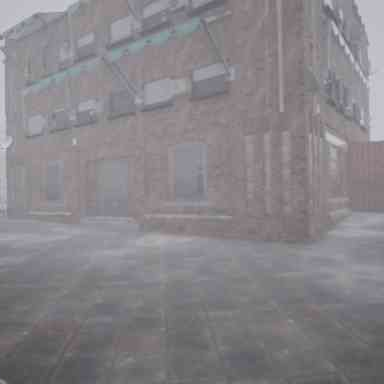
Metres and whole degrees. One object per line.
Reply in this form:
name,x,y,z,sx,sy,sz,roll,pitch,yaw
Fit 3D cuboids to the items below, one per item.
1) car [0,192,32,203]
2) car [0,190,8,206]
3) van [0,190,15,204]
car,-27.593,0.850,51.765,4.892,1.521,2.231,-2,3,24
car,-19.575,0.705,39.381,5.566,2.045,2.435,-2,2,24
van,-28.604,0.779,49.149,4.442,1.987,1.878,-2,2,24
